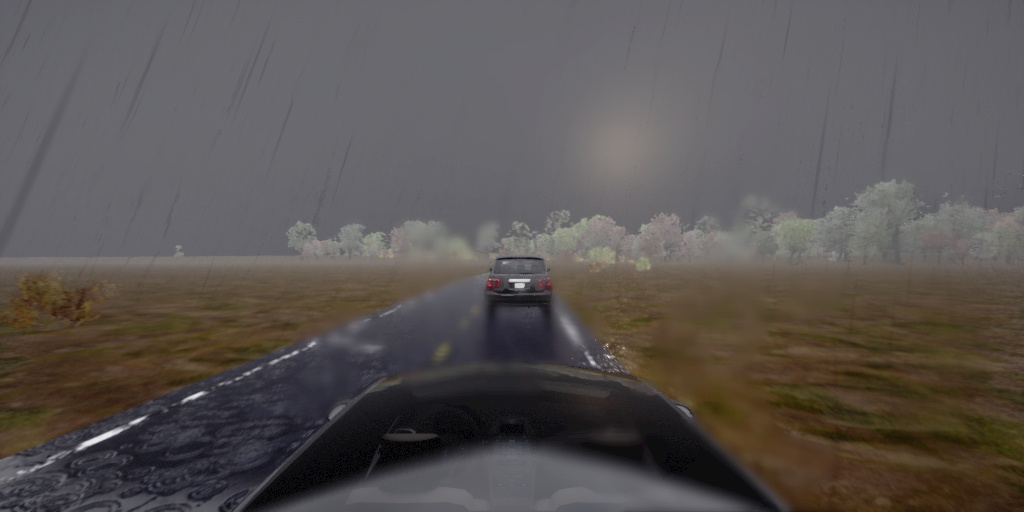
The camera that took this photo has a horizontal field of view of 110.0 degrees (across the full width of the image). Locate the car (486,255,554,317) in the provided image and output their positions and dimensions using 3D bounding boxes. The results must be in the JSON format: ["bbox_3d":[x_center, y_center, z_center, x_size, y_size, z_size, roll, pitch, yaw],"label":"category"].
[{"bbox_3d":[0.308,0.971,13.272,2.150,2.045,5.566,0,0,2],"label":"car"}]

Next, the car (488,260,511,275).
[{"bbox_3d":[-1.270,1.221,39.622,1.882,1.535,5.008,0,0,6],"label":"car"}]
